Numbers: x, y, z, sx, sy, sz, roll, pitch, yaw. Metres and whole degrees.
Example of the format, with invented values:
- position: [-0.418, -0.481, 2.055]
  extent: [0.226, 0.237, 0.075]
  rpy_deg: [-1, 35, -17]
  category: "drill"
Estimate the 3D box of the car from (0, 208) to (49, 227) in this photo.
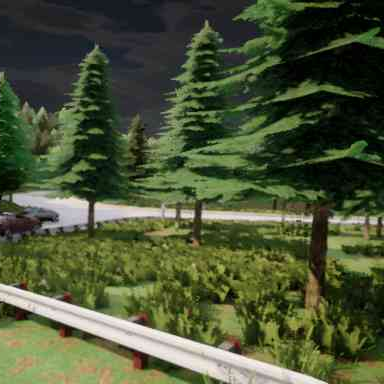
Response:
- position: [-11.954, 2.098, 22.036]
  extent: [1.812, 1.442, 4.674]
  rpy_deg: [3, 0, 11]
  category: "car"

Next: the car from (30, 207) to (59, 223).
- position: [-13.408, 2.007, 28.560]
  extent: [1.994, 1.385, 4.181]
  rpy_deg: [4, 1, 18]
  category: "car"
